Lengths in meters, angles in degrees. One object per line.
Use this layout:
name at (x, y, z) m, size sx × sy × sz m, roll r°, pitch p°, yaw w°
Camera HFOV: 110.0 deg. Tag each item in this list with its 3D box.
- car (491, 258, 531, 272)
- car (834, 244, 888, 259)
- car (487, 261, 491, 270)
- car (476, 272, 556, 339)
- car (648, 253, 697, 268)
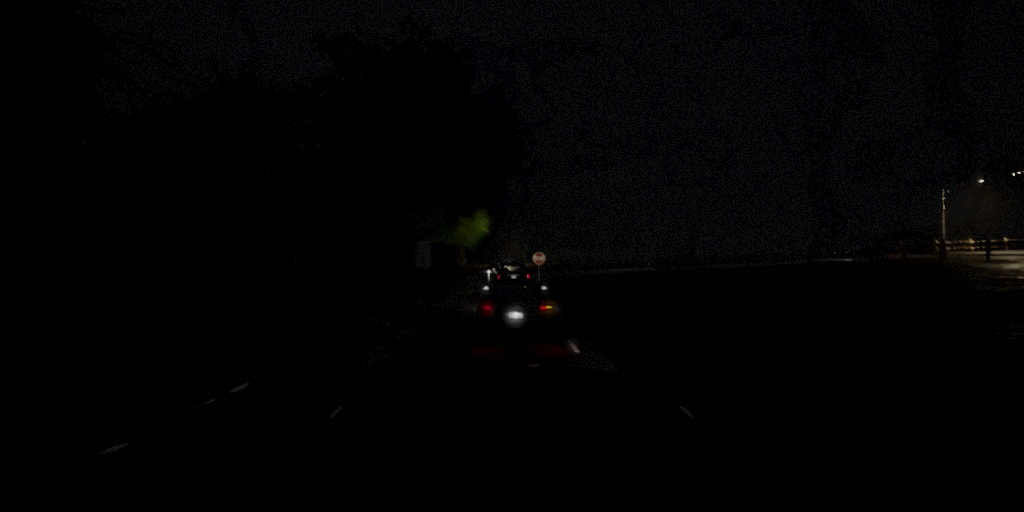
car at (0.070, 1.158, 21.162) m, size 2.097 × 1.767 × 4.553 m, roll 0°, pitch 0°, yaw -1°
car at (36.749, -0.497, 37.771) m, size 4.674 × 1.442 × 1.812 m, roll -3°, pitch 0°, yaw 1°
car at (-2.843, 1.453, 56.572) m, size 1.837 × 1.490 × 4.892 m, roll 0°, pitch 0°, yaw 0°
car at (0.098, 1.335, 10.211) m, size 1.994 × 1.385 × 4.181 m, roll 0°, pitch 0°, yaw 0°
car at (16.944, 0.433, 37.968) m, size 4.902 × 1.511 × 2.128 m, roll -3°, pitch 0°, yaw 1°
